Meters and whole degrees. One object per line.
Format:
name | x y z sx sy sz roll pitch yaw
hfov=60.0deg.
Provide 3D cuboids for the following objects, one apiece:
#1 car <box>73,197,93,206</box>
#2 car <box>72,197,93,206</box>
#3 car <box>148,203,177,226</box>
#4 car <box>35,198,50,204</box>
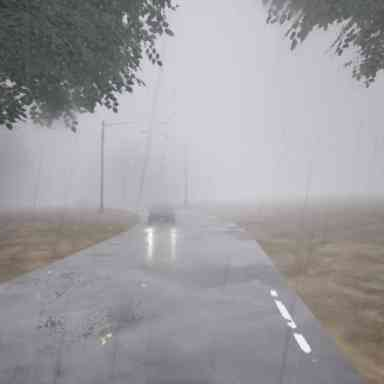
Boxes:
car | -19.967 1.859 61.058 4.902 1.511 2.128 -1 -2 44
car | -22.598 1.924 68.699 4.553 1.767 2.097 -1 -2 40
car | -2.151 1.543 24.300 1.882 1.535 5.008 1 0 -5
car | -36.051 2.229 81.252 2.033 1.411 5.357 2 -2 -36
